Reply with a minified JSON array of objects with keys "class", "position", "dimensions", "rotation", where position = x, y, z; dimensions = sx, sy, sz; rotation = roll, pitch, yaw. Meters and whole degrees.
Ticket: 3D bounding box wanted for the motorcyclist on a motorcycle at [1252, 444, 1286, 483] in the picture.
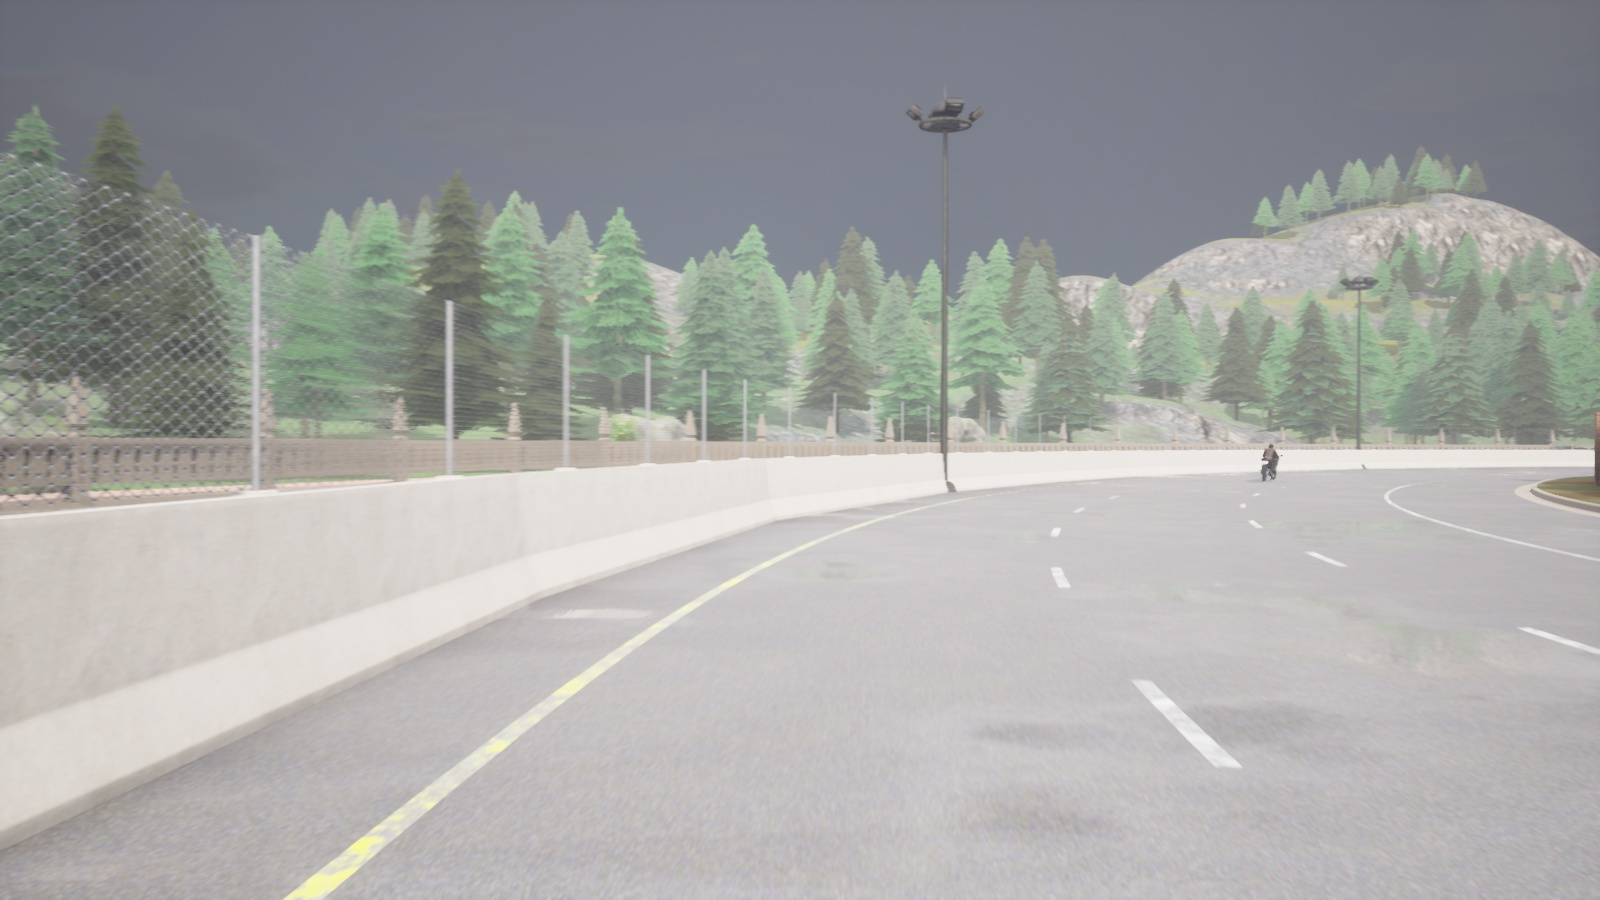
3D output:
[{"class":"motorcyclist on a motorcycle","position":[18.909,0.540,50.621],"dimensions":[0.797,1.523,2.044],"rotation":[2,1,34]}]
